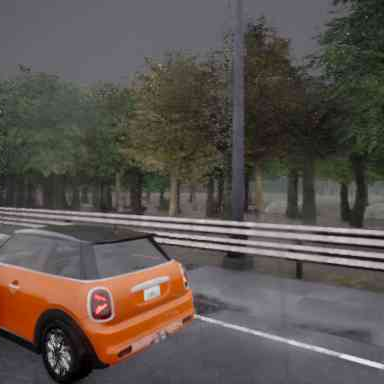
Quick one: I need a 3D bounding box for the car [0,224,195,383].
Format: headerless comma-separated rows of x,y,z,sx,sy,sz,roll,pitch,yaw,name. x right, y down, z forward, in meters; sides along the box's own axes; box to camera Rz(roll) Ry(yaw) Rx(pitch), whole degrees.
-2.253,1.334,5.597,4.553,1.767,2.097,0,0,36,car
